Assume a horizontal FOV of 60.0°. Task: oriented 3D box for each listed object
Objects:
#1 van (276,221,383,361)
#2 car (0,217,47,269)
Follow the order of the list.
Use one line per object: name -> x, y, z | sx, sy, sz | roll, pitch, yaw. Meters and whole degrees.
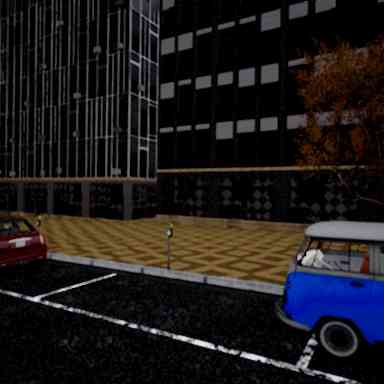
van -> 3.275, 1.350, 4.471 | 3.998, 1.788, 1.690 | 0, 1, 31
car -> -6.411, 1.465, 10.191 | 4.097, 1.590, 1.967 | 0, 1, 31
